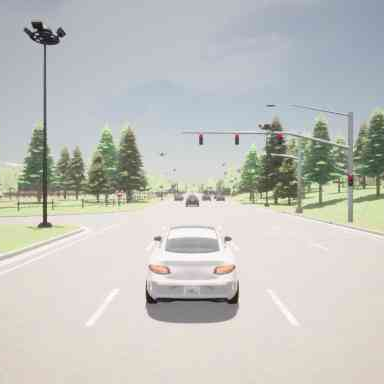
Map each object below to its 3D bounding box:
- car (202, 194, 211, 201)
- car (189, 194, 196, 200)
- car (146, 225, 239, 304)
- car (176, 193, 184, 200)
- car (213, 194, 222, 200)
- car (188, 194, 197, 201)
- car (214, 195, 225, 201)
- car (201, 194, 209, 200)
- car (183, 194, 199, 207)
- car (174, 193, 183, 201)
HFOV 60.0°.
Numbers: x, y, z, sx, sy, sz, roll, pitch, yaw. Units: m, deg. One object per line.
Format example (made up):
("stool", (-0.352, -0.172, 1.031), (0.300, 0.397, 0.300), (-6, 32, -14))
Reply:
("car", (3.611, 1.348, 82.921), (2.097, 1.767, 4.553), (0, 0, 0))
("car", (0.125, 1.332, 92.959), (1.837, 1.490, 4.892), (0, 0, 0))
("car", (0.017, 1.526, 8.022), (1.812, 1.442, 4.674), (0, 0, 0))
("car", (-3.375, 1.188, 92.933), (2.097, 1.767, 4.553), (0, 0, 0))
("car", (7.125, 1.385, 92.949), (1.994, 1.385, 4.181), (0, 0, 0))
("car", (0.111, 1.348, 82.925), (2.097, 1.767, 4.553), (0, 0, 0))
("car", (7.111, 1.517, 82.529), (2.128, 1.511, 4.902), (0, 0, 0))
("car", (3.625, 1.372, 92.954), (2.033, 1.411, 5.357), (0, 0, 0))
("car", (0.070, 1.352, 51.896), (2.097, 1.767, 4.553), (0, 0, 0))
("car", (-3.389, 1.544, 82.927), (1.994, 1.385, 4.181), (0, 0, 0))
